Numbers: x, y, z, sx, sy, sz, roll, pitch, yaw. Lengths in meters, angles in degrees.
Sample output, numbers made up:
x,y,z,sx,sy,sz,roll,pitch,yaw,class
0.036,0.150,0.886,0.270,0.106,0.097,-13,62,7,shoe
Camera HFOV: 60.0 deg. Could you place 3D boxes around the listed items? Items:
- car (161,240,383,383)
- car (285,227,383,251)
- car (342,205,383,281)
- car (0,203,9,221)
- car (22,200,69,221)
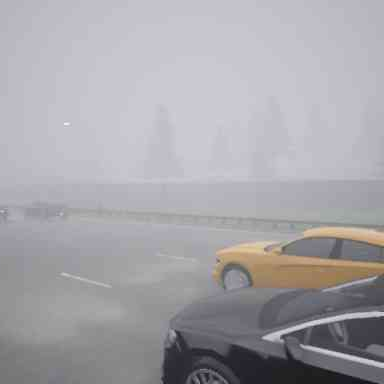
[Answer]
x,y,z,sx,sy,sz,roll,pitch,yaw,class
1.887,1.470,2.737,4.902,1.511,2.128,0,0,38,car
2.736,1.436,6.507,5.008,1.535,1.882,0,0,38,car
6.370,1.291,8.119,4.553,1.767,2.097,0,0,38,car
-15.661,1.425,25.169,4.902,1.511,2.128,0,0,38,car
-11.756,1.419,26.573,4.892,1.490,1.837,0,0,38,car
